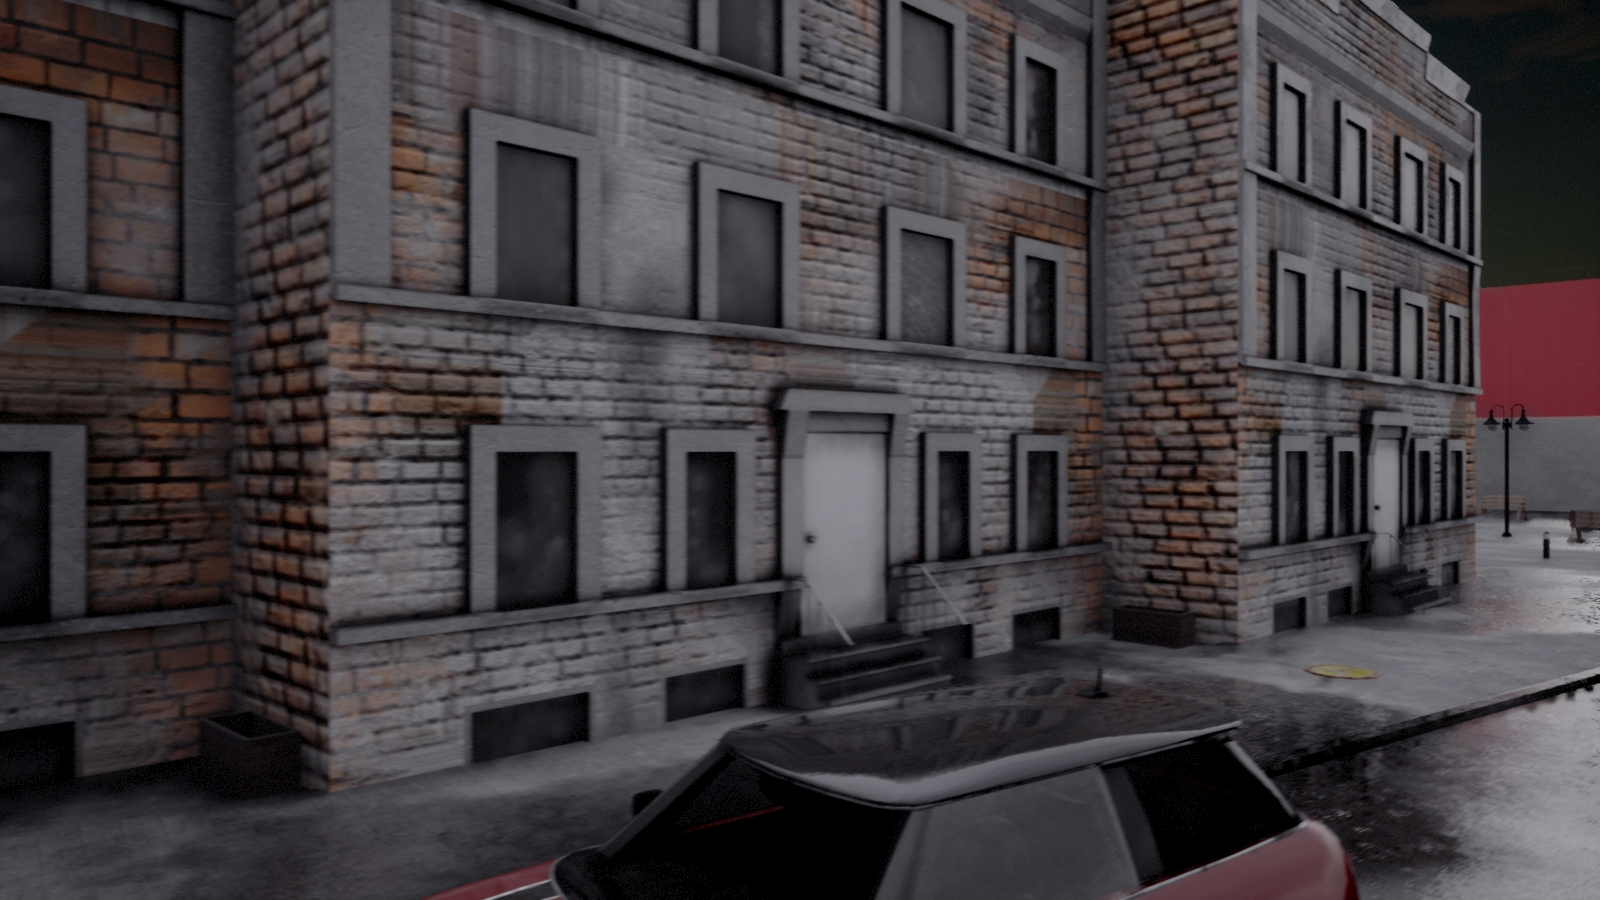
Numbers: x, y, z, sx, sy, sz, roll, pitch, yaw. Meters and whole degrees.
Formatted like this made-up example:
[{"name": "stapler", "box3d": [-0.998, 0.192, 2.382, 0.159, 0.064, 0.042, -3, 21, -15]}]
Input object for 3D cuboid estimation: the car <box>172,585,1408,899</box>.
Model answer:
[{"name": "car", "box3d": [0.212, 1.685, 4.563, 4.553, 1.767, 2.097, 0, 0, -35]}]
